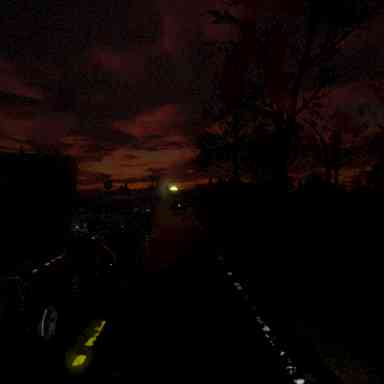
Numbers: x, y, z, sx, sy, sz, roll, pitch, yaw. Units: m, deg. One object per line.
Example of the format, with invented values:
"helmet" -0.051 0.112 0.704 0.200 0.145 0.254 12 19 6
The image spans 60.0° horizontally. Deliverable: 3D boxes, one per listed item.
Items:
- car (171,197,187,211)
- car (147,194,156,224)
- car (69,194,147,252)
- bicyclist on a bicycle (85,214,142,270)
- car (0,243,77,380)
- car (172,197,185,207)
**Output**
"car" -1.618 1.559 41.032 1.994 1.385 4.181 0 0 -3
"car" -3.855 1.217 24.717 2.150 2.045 5.566 0 0 -2
"car" -3.403 1.222 14.248 2.150 2.045 5.566 0 0 -2
"bicyclist on a bicycle" -2.303 1.456 9.668 1.656 1.620 0.582 -2 0 -3
"car" -2.955 1.602 3.530 1.895 1.301 4.718 0 0 -2
"car" -2.069 1.515 50.975 1.812 1.442 4.674 0 0 -2
